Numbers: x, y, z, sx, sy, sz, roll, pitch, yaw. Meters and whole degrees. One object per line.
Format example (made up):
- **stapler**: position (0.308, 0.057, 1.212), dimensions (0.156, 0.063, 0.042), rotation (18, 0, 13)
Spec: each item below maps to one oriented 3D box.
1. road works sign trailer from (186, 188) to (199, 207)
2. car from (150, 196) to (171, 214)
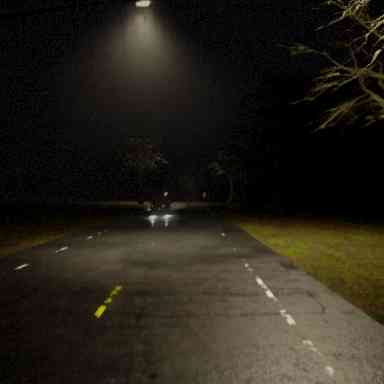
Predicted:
- **road works sign trailer**: position (0.079, 0.969, 63.808), dimensions (2.380, 3.560, 2.880), rotation (0, -1, -5)
- **car**: position (-3.641, 1.501, 39.551), dimensions (2.150, 2.045, 5.566), rotation (0, 0, 0)
